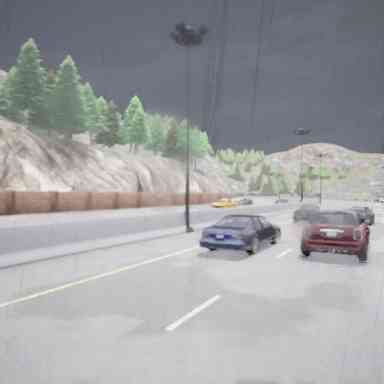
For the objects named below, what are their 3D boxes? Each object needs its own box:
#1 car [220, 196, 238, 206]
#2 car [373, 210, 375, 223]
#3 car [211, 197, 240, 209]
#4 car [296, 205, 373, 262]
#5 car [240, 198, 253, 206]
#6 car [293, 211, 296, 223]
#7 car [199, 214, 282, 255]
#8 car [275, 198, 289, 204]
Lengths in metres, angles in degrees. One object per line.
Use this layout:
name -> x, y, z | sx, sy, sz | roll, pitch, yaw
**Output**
car -> 7.485, 1.754, 66.838 | 2.097, 1.767, 4.553 | 0, 0, 28
car -> 13.087, 1.801, 25.953 | 1.994, 1.385, 4.181 | 0, 0, 30
car -> 4.386, 1.747, 46.142 | 1.882, 1.535, 5.008 | 1, 0, 32
car -> 5.732, 1.462, 12.984 | 2.097, 1.767, 4.553 | 0, 0, 30
car -> 10.594, 1.915, 65.215 | 2.128, 1.511, 4.902 | 0, 0, 28
car -> 9.571, 1.761, 26.869 | 2.033, 1.411, 5.357 | 0, 0, 30
car -> 2.220, 1.635, 13.906 | 2.033, 1.411, 5.357 | 0, 0, 29
car -> 17.019, 1.950, 62.470 | 2.128, 1.511, 4.902 | 0, 0, 28
